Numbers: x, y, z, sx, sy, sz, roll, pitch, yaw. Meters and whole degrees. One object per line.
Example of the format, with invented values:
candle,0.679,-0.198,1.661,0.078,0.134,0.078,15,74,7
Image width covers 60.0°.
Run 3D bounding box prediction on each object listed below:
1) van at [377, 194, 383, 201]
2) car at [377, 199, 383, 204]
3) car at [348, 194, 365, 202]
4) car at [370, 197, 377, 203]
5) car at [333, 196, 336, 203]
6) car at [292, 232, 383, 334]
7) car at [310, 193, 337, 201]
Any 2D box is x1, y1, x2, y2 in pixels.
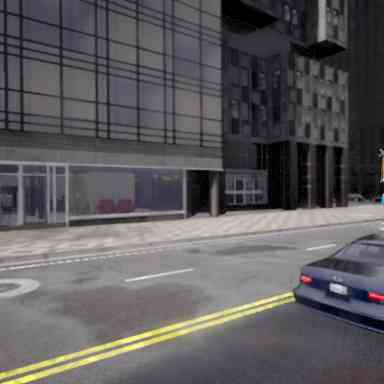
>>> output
van,27.829,1.040,44.828,1.690,1.788,3.998,0,1,-35
car,14.687,1.377,22.142,5.008,1.535,1.882,0,0,-35
car,28.280,1.053,58.937,2.008,1.369,4.403,0,1,-35
car,31.532,1.118,54.347,1.947,1.339,4.313,0,1,-35
car,21.423,1.125,53.868,1.752,1.417,4.829,0,1,-35
car,4.289,1.516,6.541,5.357,1.411,2.033,0,0,-35
car,25.028,0.996,63.526,1.887,1.381,4.507,0,1,-35
